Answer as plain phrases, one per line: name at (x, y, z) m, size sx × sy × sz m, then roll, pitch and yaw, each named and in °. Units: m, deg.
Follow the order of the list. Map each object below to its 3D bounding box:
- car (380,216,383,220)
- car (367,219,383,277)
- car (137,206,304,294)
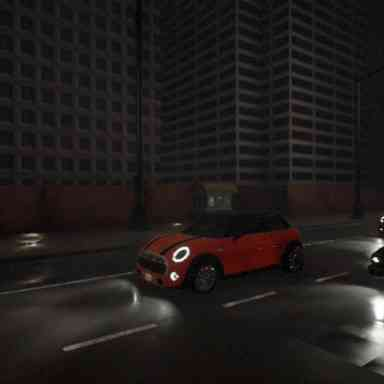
car at (10.962, 1.229, 15.984) m, size 4.553 × 1.767 × 2.097 m, roll -1°, pitch 0°, yaw -35°
car at (6.785, 1.477, 8.712) m, size 5.357 × 1.411 × 2.033 m, roll 0°, pitch 0°, yaw -35°
car at (0.850, 1.313, 8.816) m, size 4.553 × 1.767 × 2.097 m, roll -1°, pitch 0°, yaw -35°
